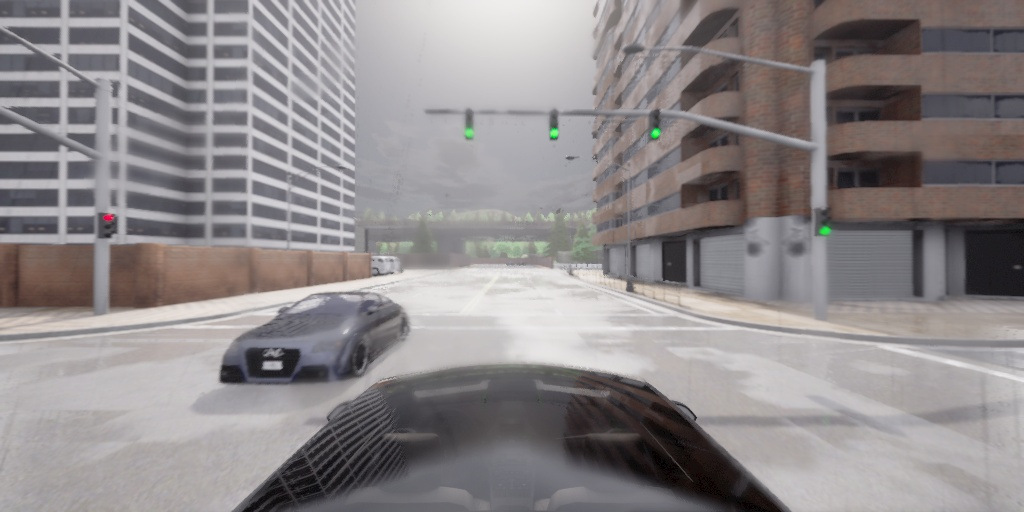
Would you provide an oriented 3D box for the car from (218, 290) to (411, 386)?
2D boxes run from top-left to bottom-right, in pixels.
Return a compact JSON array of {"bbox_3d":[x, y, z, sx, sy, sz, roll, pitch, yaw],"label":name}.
[{"bbox_3d":[-3.498,1.413,7.229,1.994,1.385,4.181,0,0,0],"label":"car"}]
